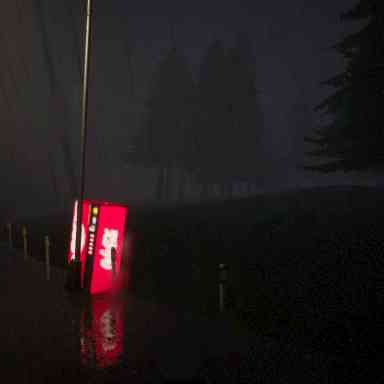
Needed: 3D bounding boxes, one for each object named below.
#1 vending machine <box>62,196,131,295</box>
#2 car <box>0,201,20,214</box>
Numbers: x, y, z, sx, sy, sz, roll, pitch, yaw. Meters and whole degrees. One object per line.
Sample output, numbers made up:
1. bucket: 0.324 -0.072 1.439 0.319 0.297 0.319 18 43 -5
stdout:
1. vending machine: -2.291 1.228 8.017 0.880 2.100 1.100 6 0 44
2. car: -22.452 1.814 39.423 2.033 1.411 5.357 4 -1 -3
